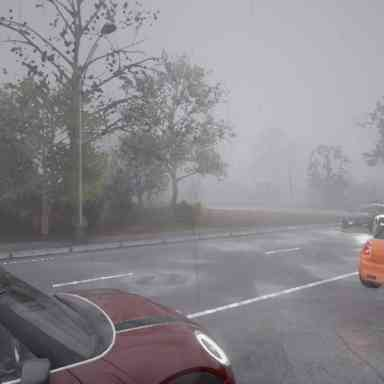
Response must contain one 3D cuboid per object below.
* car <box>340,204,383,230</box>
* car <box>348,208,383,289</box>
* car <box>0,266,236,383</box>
[{"bbox_3d":[10.898,1.501,20.105,4.892,1.490,1.837,0,0,-35],"label":"car"},{"bbox_3d":[6.057,1.350,7.979,4.553,1.767,2.097,0,0,-35],"label":"car"},{"bbox_3d":[-1.806,1.352,2.423,4.553,1.767,2.097,0,0,-36],"label":"car"}]
